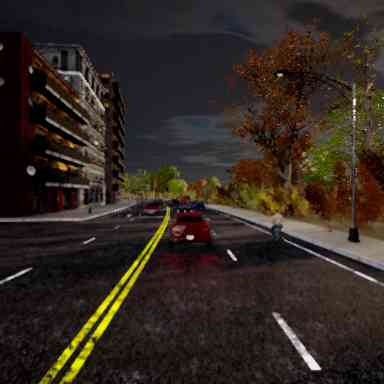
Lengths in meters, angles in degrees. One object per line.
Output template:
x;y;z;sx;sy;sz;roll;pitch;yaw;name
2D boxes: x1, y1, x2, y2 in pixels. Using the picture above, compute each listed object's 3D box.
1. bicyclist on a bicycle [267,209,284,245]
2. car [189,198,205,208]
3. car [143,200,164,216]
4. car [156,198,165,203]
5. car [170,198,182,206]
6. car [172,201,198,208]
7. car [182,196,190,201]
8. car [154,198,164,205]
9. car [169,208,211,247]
3.958;1.598;15.593;0.866;1.612;1.509;0;-1;-2;bicyclist on a bicycle
1.021;2.129;55.543;1.994;1.385;4.181;0;-1;-5;car
-4.452;1.921;37.682;1.812;1.442;4.674;0;-1;-3;car
-5.695;2.084;56.068;1.837;1.490;4.892;0;0;-4;car
-3.622;2.208;69.694;1.837;1.490;4.892;0;-1;-6;car
-0.784;1.898;33.588;2.033;1.411;5.357;0;-1;-3;car
-0.345;2.228;69.596;2.128;1.511;4.902;0;-1;-6;car
-7.128;2.039;71.961;2.033;1.411;5.357;0;-1;-6;car
-0.127;1.693;15.808;1.812;1.442;4.674;0;-1;-1;car
